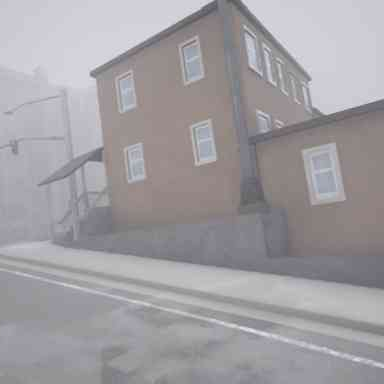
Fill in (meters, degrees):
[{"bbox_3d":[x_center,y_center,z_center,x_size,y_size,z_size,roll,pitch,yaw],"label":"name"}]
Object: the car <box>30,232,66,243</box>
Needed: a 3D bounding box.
[{"bbox_3d":[-11.679,4.303,29.043,1.837,1.490,4.892,-12,-11,35],"label":"car"}]
